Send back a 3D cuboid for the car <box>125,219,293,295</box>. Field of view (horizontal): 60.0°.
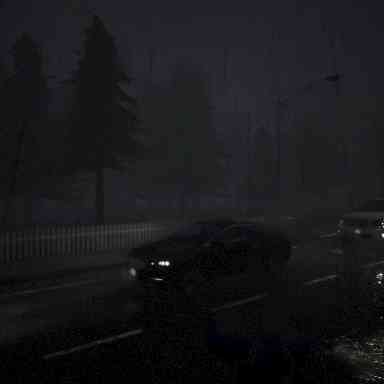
[{"bbox_3d":[0.648,1.519,8.880,4.902,1.511,2.128,0,0,-37],"label":"car"}]

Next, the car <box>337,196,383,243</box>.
[{"bbox_3d":[8.875,1.229,15.045,5.566,2.045,2.150,0,0,-37],"label":"car"}]
